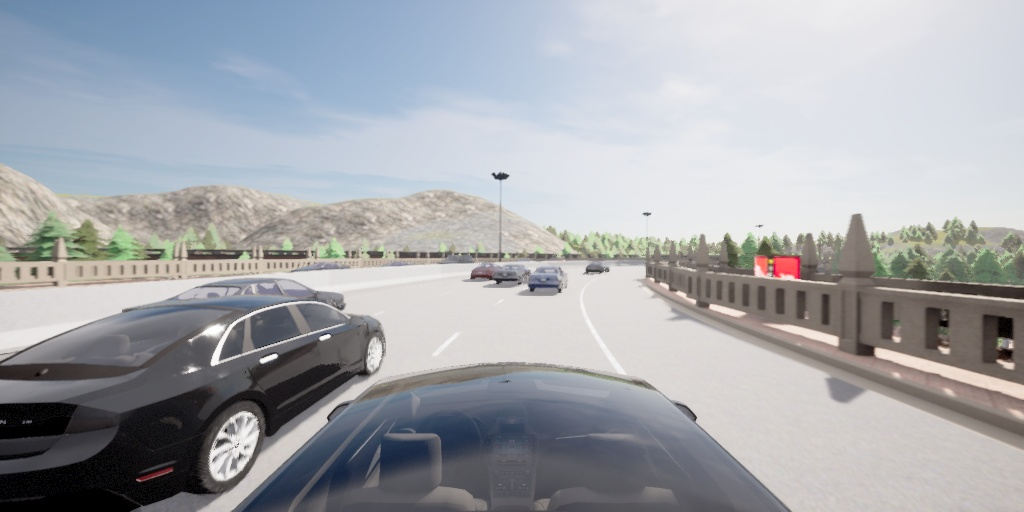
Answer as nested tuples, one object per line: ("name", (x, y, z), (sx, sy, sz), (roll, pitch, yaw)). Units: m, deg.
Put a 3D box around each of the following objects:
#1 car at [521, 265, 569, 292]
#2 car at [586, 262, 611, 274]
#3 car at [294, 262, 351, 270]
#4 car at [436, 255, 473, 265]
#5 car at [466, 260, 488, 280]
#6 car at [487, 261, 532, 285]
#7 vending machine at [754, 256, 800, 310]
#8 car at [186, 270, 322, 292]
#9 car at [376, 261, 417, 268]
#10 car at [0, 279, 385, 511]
("car", (2.261, 1.309, 21.406), (2.033, 1.411, 5.357), (0, 0, 14))
("car", (10.066, 1.341, 41.794), (1.994, 1.385, 4.181), (0, 0, 29))
("car", (-16.540, 1.202, 31.529), (2.033, 1.411, 5.357), (0, 0, 17))
("car", (-6.203, 0.919, 39.655), (2.150, 2.045, 5.566), (0, 0, 23))
("car", (-1.934, 1.287, 30.515), (1.994, 1.385, 4.181), (0, 0, 18))
("car", (0.240, 1.283, 26.031), (2.033, 1.411, 5.357), (0, 0, 16))
("vending machine", (8.600, 0.980, 11.688), (1.100, 2.100, 0.880), (0, 0, 8))
("car", (-6.479, 1.262, 9.192), (2.033, 1.411, 5.357), (0, 0, 5))
("car", (-11.475, 1.223, 35.763), (2.033, 1.411, 5.357), (0, 0, 19))
("car", (-3.223, 1.238, 4.498), (1.837, 1.490, 4.892), (0, 0, 2))
